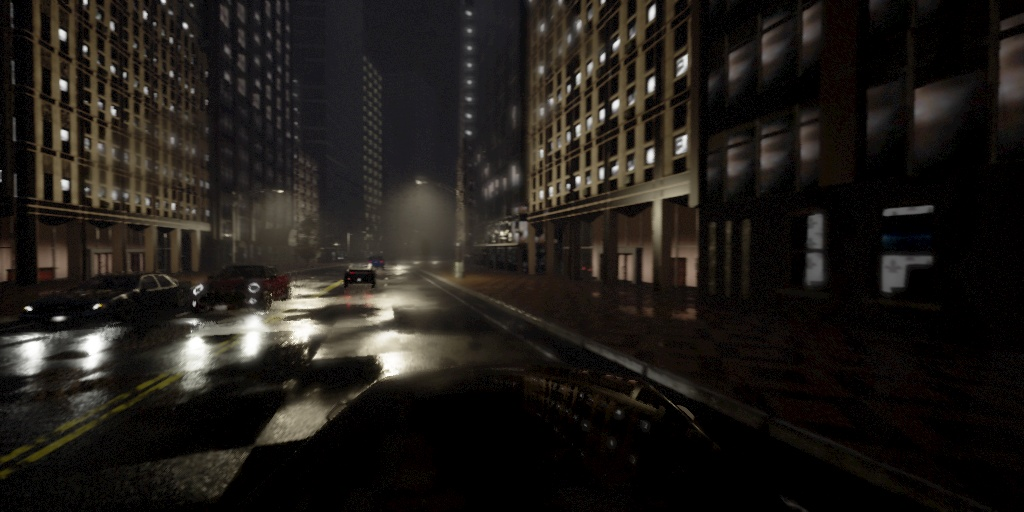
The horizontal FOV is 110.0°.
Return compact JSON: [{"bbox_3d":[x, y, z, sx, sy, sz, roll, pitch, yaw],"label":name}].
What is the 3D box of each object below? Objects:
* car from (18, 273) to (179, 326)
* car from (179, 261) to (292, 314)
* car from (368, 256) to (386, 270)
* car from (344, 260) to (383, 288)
[{"bbox_3d":[-13.080,1.305,12.203,2.033,1.411,5.357,0,0,-19],"label":"car"},{"bbox_3d":[-10.212,1.104,13.866,2.097,1.767,4.553,0,0,-19],"label":"car"},{"bbox_3d":[-19.003,0.955,50.318,2.150,2.045,5.566,0,0,-19],"label":"car"},{"bbox_3d":[-9.990,1.233,23.892,2.128,1.511,4.902,0,0,-19],"label":"car"}]
